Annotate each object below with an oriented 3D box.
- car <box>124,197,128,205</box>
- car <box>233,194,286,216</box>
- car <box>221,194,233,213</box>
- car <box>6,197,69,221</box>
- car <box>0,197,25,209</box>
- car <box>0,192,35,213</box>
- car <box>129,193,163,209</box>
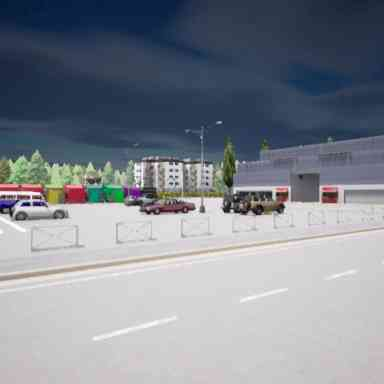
[{"bbox_3d":[-8.379,1.348,50.663,3.806,1.475,1.970,0,0,-35],"label":"car"},{"bbox_3d":[6.282,1.109,29.905,4.605,1.855,1.932,0,0,-35],"label":"car"},{"bbox_3d":[4.654,1.112,32.299,3.866,1.878,1.905,0,0,-35],"label":"car"},{"bbox_3d":[-11.165,1.348,24.415,3.806,1.475,1.970,0,0,-35],"label":"car"},{"bbox_3d":[-22.624,1.314,40.555,3.905,1.438,1.784,0,0,-35],"label":"car"},{"bbox_3d":[-21.002,1.104,38.154,4.605,1.855,1.932,0,0,-35],"label":"car"},{"bbox_3d":[-6.715,1.109,48.294,3.866,1.878,1.905,0,0,-35],"label":"car"}]
